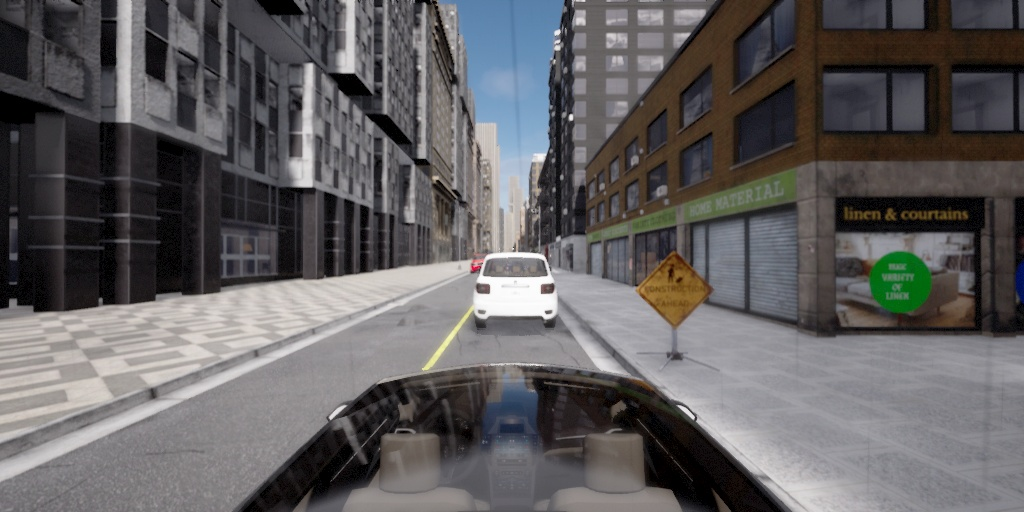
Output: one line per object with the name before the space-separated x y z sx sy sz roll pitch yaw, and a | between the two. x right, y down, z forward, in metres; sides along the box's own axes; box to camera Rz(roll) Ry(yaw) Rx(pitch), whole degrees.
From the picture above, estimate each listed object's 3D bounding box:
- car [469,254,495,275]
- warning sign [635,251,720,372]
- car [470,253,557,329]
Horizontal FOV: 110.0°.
car | -3.020 0.798 37.098 2.150 2.045 5.566 0 0 0
warning sign | 2.728 0.846 6.012 1.300 1.860 1.060 0 0 0
car | 0.102 0.930 11.182 2.150 2.045 5.566 0 0 0
